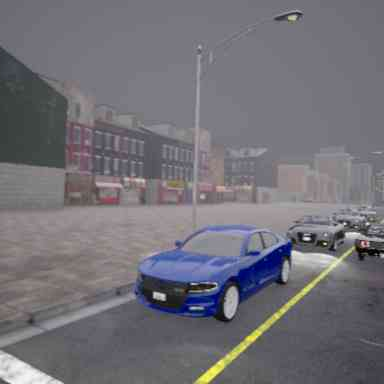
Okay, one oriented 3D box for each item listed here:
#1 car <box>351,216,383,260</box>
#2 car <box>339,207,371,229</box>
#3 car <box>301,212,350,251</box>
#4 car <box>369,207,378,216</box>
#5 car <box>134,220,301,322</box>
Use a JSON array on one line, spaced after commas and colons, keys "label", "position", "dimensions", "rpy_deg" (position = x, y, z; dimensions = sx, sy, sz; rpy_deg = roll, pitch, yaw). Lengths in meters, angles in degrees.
[{"label": "car", "position": [7.605, 1.850, 12.808], "dimensions": [1.895, 1.301, 4.718], "rpy_deg": [1, 0, 33]}, {"label": "car", "position": [11.010, 1.937, 23.358], "dimensions": [1.994, 1.385, 4.181], "rpy_deg": [1, 0, 33]}, {"label": "car", "position": [5.783, 1.774, 15.352], "dimensions": [1.994, 1.385, 4.181], "rpy_deg": [1, 0, 32]}, {"label": "car", "position": [16.414, 2.103, 31.597], "dimensions": [1.994, 1.385, 4.181], "rpy_deg": [1, 0, 33]}, {"label": "car", "position": [0.813, 1.530, 7.708], "dimensions": [1.882, 1.535, 5.008], "rpy_deg": [1, 0, 33]}]
